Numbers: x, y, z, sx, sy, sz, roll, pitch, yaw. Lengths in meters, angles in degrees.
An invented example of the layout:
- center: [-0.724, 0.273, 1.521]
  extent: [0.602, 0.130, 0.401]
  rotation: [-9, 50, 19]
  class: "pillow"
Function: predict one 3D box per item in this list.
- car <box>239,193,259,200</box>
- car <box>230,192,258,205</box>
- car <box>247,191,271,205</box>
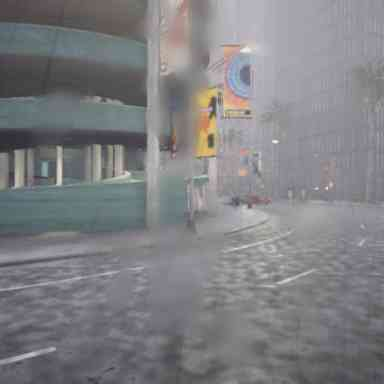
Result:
- center: [12.633, 0.997, 74.572]
  extent: [2.231, 1.521, 4.892]
  rotation: [0, 0, -21]
  class: "car"
- center: [7.482, 1.175, 50.179]
  extent: [1.837, 1.490, 4.892]
  rotation: [0, 0, -21]
  class: "car"
- center: [10.288, 0.888, 52.667]
  extent: [2.150, 2.045, 5.566]
  rotation: [0, 0, -21]
  class: "car"
